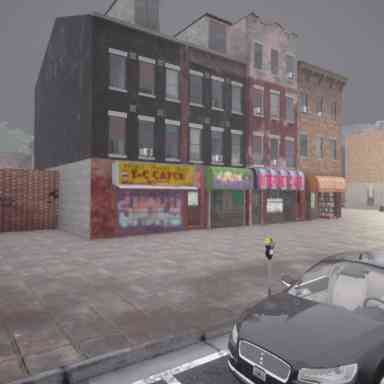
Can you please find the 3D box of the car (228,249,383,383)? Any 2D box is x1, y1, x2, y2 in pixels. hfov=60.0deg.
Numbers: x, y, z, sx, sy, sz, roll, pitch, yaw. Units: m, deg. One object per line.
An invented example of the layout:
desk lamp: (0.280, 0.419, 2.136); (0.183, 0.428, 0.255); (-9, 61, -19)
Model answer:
car: (2.444, 1.553, 4.541); (4.403, 1.369, 2.008); (0, 0, -35)

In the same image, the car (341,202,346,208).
car: (16.807, 1.475, 42.168); (1.895, 1.301, 4.718); (0, 0, -36)
